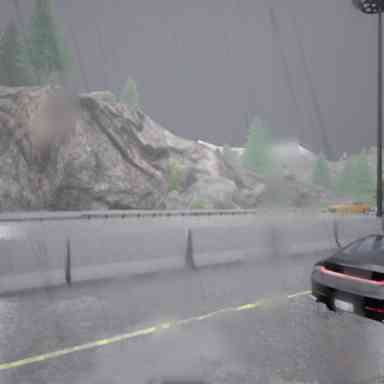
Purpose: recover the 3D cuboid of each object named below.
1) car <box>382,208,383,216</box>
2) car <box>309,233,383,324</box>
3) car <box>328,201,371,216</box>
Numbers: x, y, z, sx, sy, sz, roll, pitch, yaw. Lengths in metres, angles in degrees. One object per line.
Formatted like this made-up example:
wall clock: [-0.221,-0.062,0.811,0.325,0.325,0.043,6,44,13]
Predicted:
car: [21.918,1.875,34.694,4.718,1.301,1.895,0,0,-21]
car: [4.380,1.543,6.387,4.902,1.511,2.128,0,0,-32]
car: [17.309,1.741,36.624,5.008,1.535,1.882,0,0,-22]
